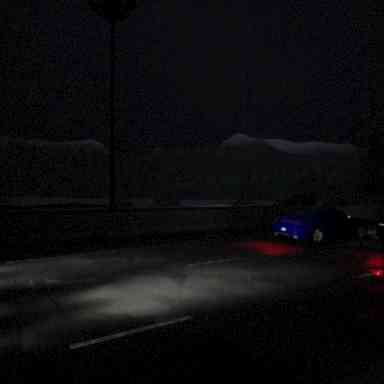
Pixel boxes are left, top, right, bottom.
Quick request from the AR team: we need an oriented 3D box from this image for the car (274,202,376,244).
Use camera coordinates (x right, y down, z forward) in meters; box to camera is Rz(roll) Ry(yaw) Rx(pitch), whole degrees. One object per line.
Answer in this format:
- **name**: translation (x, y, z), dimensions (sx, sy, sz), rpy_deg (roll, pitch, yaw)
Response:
- **car**: translation (6.110, 1.456, 15.625), dimensions (5.008, 1.535, 1.882), rpy_deg (0, 0, -30)

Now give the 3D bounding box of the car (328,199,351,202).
- **car**: translation (17.868, 1.512, 40.707), dimensions (4.181, 1.385, 1.994), rpy_deg (0, 0, -21)

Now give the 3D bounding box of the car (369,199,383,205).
- **car**: translation (22.094, 1.505, 38.617), dimensions (5.357, 1.411, 2.033), rpy_deg (0, 0, -20)

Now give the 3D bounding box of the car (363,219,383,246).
- **car**: translation (9.606, 1.479, 13.571), dimensions (4.902, 1.511, 2.128), rpy_deg (0, 0, -29)

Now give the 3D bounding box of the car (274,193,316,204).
- **car**: translation (13.285, 1.159, 42.660), dimensions (5.566, 2.045, 2.150), rpy_deg (0, 0, -23)
